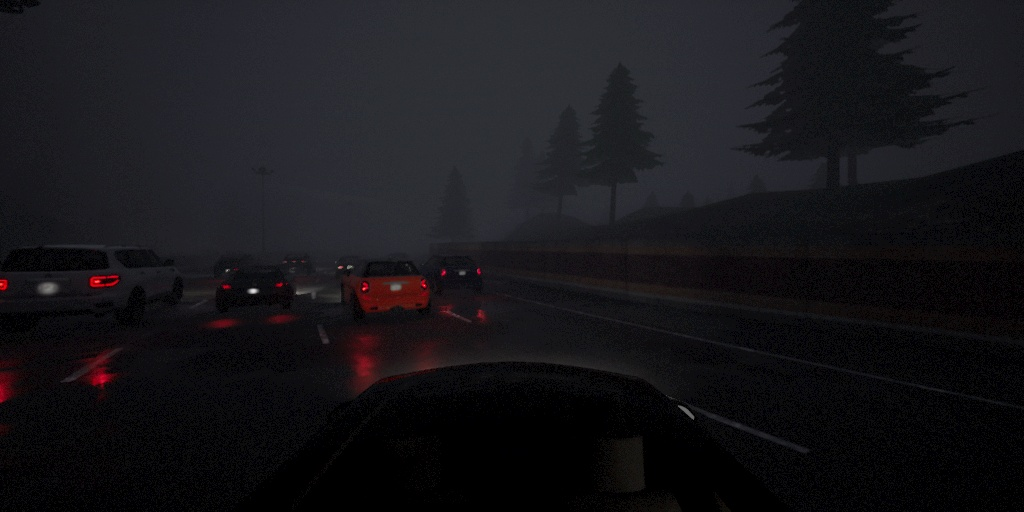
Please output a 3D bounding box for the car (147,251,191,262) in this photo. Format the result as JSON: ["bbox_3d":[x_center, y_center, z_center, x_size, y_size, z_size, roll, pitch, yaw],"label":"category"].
[{"bbox_3d":[-44.020,0.003,46.174,1.895,1.301,4.718,0,2,-12],"label":"car"}]

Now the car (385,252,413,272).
[{"bbox_3d":[-9.717,0.426,30.526,1.882,1.535,5.008,-1,2,-22],"label":"car"}]

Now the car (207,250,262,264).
[{"bbox_3d":[-18.550,0.582,24.456,1.837,1.490,4.892,-1,2,-23],"label":"car"}]

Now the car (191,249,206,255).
[{"bbox_3d":[-40.743,-0.134,47.662,2.128,1.511,4.902,0,2,-12],"label":"car"}]

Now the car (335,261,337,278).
[{"bbox_3d":[-10.807,0.661,24.131,2.033,1.411,5.357,0,2,-24],"label":"car"}]

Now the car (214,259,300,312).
[{"bbox_3d":[-8.768,0.990,12.573,1.994,1.385,4.181,-1,1,-29],"label":"car"}]

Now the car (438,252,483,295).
[{"bbox_3d":[-3.088,0.690,16.766,2.097,1.767,4.553,-1,2,-29],"label":"car"}]

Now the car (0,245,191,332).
[{"bbox_3d":[-11.475,0.702,10.194,2.150,2.045,5.566,-1,2,-29],"label":"car"}]

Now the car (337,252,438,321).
[{"bbox_3d":[-4.222,0.822,11.606,2.097,1.767,4.553,-1,2,-30],"label":"car"}]

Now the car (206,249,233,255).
[{"bbox_3d":[-36.994,-0.099,46.906,2.128,1.511,4.902,0,2,-12],"label":"car"}]

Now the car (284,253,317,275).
[{"bbox_3d":[-15.391,0.540,25.965,2.128,1.511,4.902,0,2,-23],"label":"car"}]
